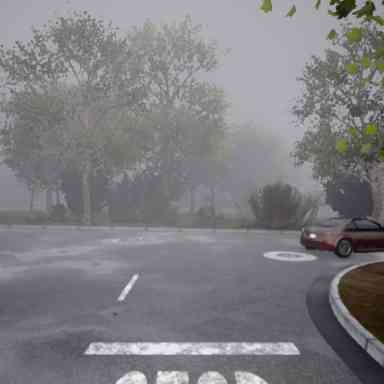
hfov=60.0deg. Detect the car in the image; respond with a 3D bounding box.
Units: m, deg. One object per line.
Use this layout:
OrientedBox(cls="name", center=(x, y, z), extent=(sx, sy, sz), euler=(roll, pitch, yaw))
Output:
OrientedBox(cls="car", center=(6.365, 1.664, 13.000), extent=(4.181, 1.385, 1.994), euler=(2, -1, -20))
